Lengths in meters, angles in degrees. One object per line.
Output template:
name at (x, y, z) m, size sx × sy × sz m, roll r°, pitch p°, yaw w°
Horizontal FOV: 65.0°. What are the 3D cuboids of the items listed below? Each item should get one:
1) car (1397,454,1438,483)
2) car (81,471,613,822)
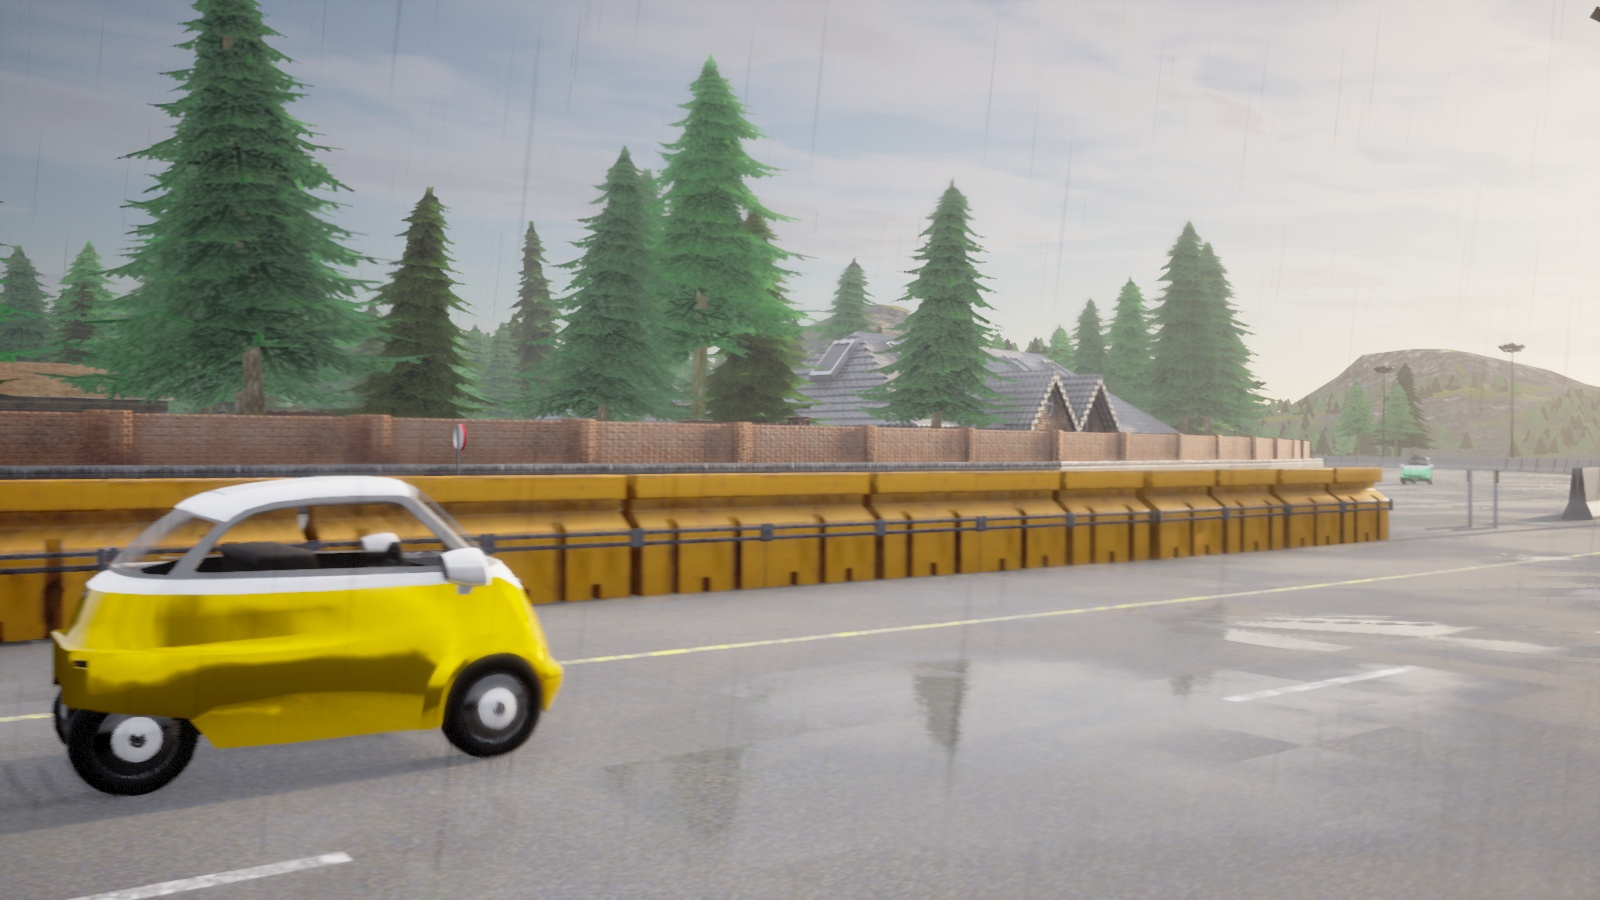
car at (30.349, 0.886, 61.716) m, size 1.481 × 1.376 × 2.207 m, roll 0°, pitch 0°, yaw 35°
car at (-2.281, 0.820, 6.336) m, size 2.207 × 1.376 × 1.481 m, roll 0°, pitch 0°, yaw -35°
